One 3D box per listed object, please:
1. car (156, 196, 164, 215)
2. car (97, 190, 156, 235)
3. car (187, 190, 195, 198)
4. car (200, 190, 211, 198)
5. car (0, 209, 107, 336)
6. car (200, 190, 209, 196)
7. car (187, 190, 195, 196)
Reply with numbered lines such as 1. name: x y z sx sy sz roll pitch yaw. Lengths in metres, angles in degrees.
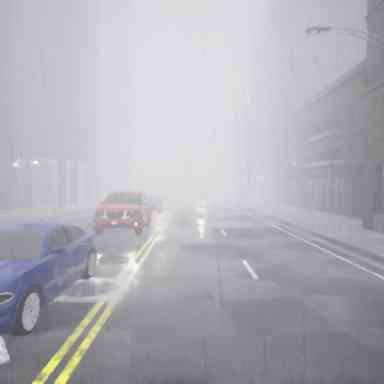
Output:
1. car: -3.416 1.081 28.534 1.812 1.442 4.674 1 1 0
2. car: -3.398 0.943 17.269 2.150 2.045 5.566 1 1 0
3. car: -0.219 0.504 72.827 1.812 1.442 4.674 1 1 0
4. car: 3.030 0.535 72.837 1.812 1.442 4.674 1 1 0
5. car: -3.356 1.356 6.658 1.882 1.535 5.008 1 1 0
6. car: 3.001 0.273 82.840 1.994 1.385 4.181 1 1 0
7. car: -0.249 0.213 82.829 1.812 1.442 4.674 1 1 0
